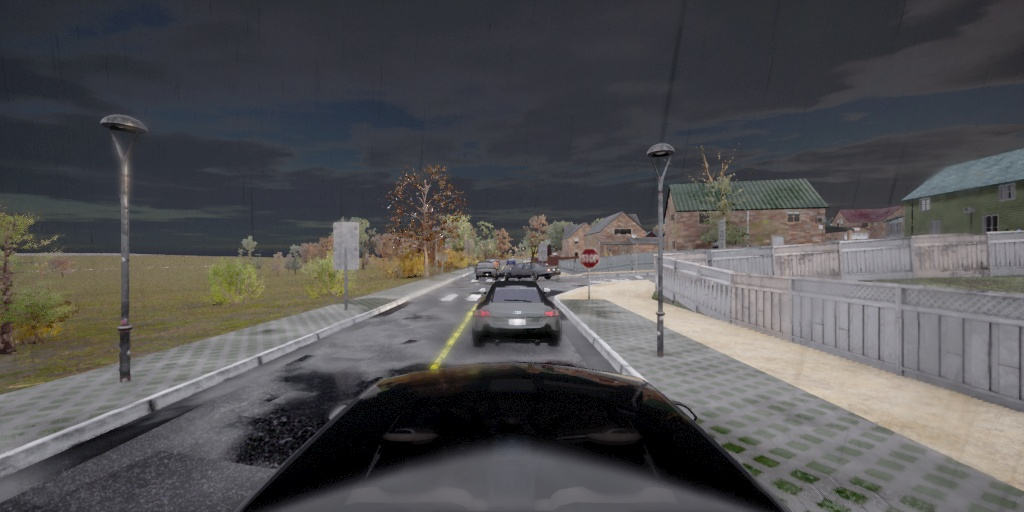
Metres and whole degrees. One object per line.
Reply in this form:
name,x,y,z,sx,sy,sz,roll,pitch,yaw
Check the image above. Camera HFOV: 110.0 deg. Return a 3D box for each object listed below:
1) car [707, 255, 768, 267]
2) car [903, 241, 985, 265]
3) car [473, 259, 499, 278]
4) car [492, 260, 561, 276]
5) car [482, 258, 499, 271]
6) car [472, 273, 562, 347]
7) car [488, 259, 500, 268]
car,14.329,0.413,22.734,4.181,1.385,1.994,-3,0,16
car,23.836,-0.208,20.338,4.902,1.511,2.128,-3,0,14
car,-2.333,1.258,31.222,1.837,1.490,4.892,0,0,-8
car,1.263,1.198,28.320,5.357,1.411,2.033,-4,-3,43
car,-2.985,1.121,51.038,2.097,1.767,4.553,0,0,0
car,0.081,1.313,9.302,1.994,1.385,4.181,0,0,-1
car,-2.998,1.256,61.075,1.882,1.535,5.008,0,0,0
